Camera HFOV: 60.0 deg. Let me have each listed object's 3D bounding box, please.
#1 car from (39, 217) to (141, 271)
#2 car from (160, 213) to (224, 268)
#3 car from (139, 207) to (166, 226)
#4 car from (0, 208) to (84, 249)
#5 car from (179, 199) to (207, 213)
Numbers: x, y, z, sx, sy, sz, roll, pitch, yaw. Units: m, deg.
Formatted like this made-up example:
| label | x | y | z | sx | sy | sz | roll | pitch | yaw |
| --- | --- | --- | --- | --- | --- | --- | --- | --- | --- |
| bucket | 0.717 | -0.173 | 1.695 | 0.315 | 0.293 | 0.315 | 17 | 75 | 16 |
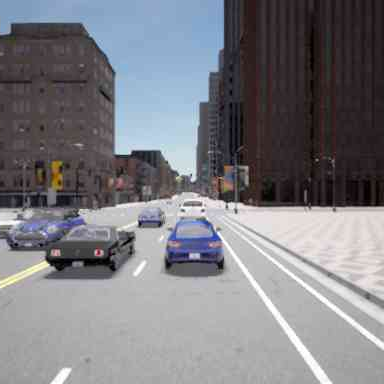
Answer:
| label | x | y | z | sx | sy | sz | roll | pitch | yaw |
| --- | --- | --- | --- | --- | --- | --- | --- | --- | --- |
| car | -3.172 | 1.767 | 11.497 | 1.895 | 1.301 | 4.718 | 0 | -1 | 0 |
| car | 0.079 | 1.696 | 11.762 | 1.812 | 1.442 | 4.674 | 0 | -1 | 0 |
| car | -3.181 | 1.942 | 26.942 | 2.033 | 1.411 | 5.357 | 0 | -1 | 0 |
| car | -6.613 | 1.580 | 15.709 | 2.097 | 1.767 | 4.553 | 0 | -1 | 0 |
| car | 0.069 | 1.642 | 28.583 | 2.150 | 2.045 | 5.566 | 0 | -1 | 0 |
